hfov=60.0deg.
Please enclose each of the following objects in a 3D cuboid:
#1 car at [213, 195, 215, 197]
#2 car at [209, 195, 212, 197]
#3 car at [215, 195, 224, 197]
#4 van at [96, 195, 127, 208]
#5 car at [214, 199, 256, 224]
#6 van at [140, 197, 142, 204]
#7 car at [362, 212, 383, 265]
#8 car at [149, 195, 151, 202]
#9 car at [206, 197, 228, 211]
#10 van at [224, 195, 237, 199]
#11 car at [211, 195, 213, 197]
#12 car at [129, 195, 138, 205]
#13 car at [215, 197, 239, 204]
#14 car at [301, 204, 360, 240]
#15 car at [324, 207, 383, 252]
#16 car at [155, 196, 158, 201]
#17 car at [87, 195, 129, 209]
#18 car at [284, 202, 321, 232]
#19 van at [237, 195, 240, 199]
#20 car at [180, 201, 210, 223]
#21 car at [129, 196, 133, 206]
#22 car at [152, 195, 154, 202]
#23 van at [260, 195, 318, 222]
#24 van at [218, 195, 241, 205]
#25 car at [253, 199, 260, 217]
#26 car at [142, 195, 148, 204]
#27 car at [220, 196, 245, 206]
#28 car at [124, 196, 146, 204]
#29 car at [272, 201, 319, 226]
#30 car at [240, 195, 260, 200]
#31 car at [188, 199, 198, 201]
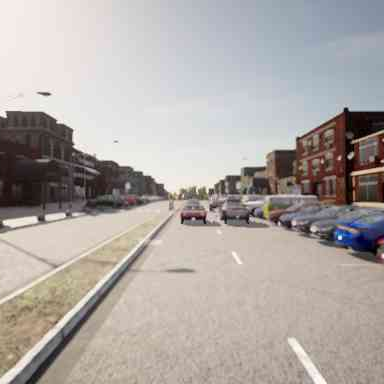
[{"bbox_3d":[7.856,1.903,72.299,5.366,1.575,1.946,0,0,0],"label":"car"},{"bbox_3d":[7.647,1.697,83.334,5.566,2.045,2.435,0,0,0],"label":"car"},{"bbox_3d":[7.638,1.588,61.269,5.566,2.045,2.435,0,0,0],"label":"car"},{"bbox_3d":[-12.787,1.548,52.905,4.442,1.987,1.878,0,-1,0],"label":"van"},{"bbox_3d":[3.106,1.503,24.993,2.128,1.511,4.902,0,0,0],"label":"car"},{"bbox_3d":[-12.960,1.650,66.802,4.442,1.987,1.878,0,0,0],"label":"van"},{"bbox_3d":[7.649,1.449,8.885,5.008,1.535,2.097,0,0,0],"label":"car"},{"bbox_3d":[-12.811,1.926,77.918,5.008,1.535,2.097,0,0,0],"label":"car"},{"bbox_3d":[3.109,1.693,42.616,1.837,1.490,4.892,0,-1,0],"label":"car"},{"bbox_3d":[7.779,1.547,52.993,4.442,1.987,1.878,0,0,0],"label":"van"},{"bbox_3d":[7.643,1.813,80.576,4.553,1.767,2.185,0,0,0],"label":"car"},{"bbox_3d":[-12.905,1.569,58.465,5.566,2.045,2.435,0,0,0],"label":"car"},{"bbox_3d":[7.857,1.915,75.059,5.366,1.575,1.946,0,0,0],"label":"car"},{"bbox_3d":[7.652,1.451,14.397,4.892,1.521,2.231,0,0,0],"label":"car"},{"bbox_3d":[7.640,1.447,11.641,5.008,1.535,2.097,0,0,0],"label":"car"},{"bbox_3d":[-12.969,1.972,91.938,5.366,1.575,1.946,0,0,0],"label":"car"},{"bbox_3d":[-12.948,1.496,50.129,5.566,2.045,2.435,0,-1,0],"label":"car"},{"bbox_3d":[7.654,1.456,17.153,4.892,1.521,2.231,0,0,0],"label":"car"},{"bbox_3d":[7.539,1.370,36.449,4.442,1.987,1.878,0,-1,0],"label":"van"},{"bbox_3d":[0.107,1.616,25.535,1.895,1.301,4.718,0,0,0],"label":"car"},{"bbox_3d":[-12.862,1.829,55.810,4.792,1.488,2.163,0,0,0],"label":"car"},{"bbox_3d":[-12.809,1.944,83.477,4.892,1.521,2.231,0,0,0],"label":"car"},{"bbox_3d":[7.766,1.267,25.301,4.442,1.987,1.878,0,0,0],"label":"van"},{"bbox_3d":[7.551,1.650,66.785,4.442,1.987,1.878,0,0,0],"label":"van"},{"bbox_3d":[7.655,1.555,28.176,4.674,1.452,2.002,0,0,0],"label":"car"},{"bbox_3d":[-12.805,1.640,69.701,5.566,2.045,2.435,0,0,0],"label":"car"},{"bbox_3d":[7.698,1.733,64.027,4.553,1.767,2.185,0,0,0],"label":"car"},{"bbox_3d":[-12.854,1.790,75.140,4.553,1.767,2.185,0,0,0],"label":"car"},{"bbox_3d":[7.619,1.494,19.909,4.792,1.488,2.163,0,0,0],"label":"car"},{"bbox_3d":[7.624,1.287,30.938,5.566,2.045,2.435,0,-1,0],"label":"car"},{"bbox_3d":[0.121,1.694,42.712,1.837,1.490,4.892,0,-1,0],"label":"car"}]
